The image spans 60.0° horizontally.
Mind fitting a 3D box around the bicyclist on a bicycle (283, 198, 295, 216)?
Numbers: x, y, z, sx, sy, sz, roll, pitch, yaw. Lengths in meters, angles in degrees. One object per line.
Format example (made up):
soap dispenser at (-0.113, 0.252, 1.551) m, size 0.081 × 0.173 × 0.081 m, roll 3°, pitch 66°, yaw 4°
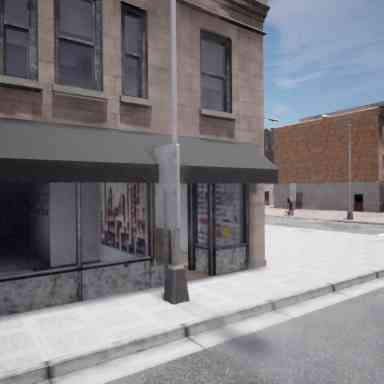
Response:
bicyclist on a bicycle at (8.946, 1.375, 30.642) m, size 1.656 × 1.620 × 0.582 m, roll -1°, pitch 1°, yaw -35°
